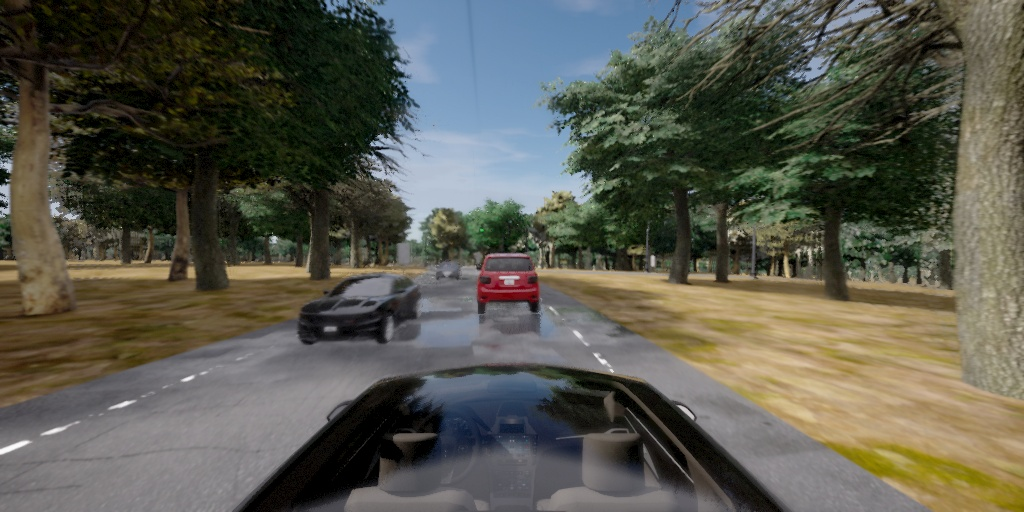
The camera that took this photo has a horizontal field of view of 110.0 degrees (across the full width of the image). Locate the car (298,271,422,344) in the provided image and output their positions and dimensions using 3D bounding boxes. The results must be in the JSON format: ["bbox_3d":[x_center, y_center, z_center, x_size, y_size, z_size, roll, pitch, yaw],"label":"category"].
[{"bbox_3d":[-3.786,1.218,9.782,1.882,1.535,5.008,0,0,-2],"label":"car"}]

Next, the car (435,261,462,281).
[{"bbox_3d":[-5.223,1.207,29.921,2.128,1.511,4.902,0,0,-6],"label":"car"}]

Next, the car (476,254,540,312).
[{"bbox_3d":[-0.228,0.939,14.154,2.150,2.045,5.566,0,0,-3],"label":"car"}]
